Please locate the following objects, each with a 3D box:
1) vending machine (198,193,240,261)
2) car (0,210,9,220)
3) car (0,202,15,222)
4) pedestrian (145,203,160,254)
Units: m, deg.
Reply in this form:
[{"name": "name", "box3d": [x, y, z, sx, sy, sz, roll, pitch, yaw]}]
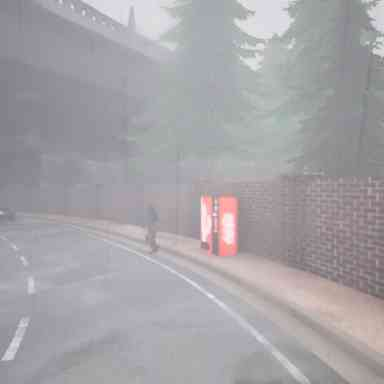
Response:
[{"name": "vending machine", "box3d": [0.895, 1.102, 11.048, 1.100, 2.100, 0.880, 0, 1, -28]}, {"name": "car", "box3d": [-8.629, 1.446, 12.565, 2.033, 1.411, 5.357, 0, 1, -38]}, {"name": "car", "box3d": [-14.158, 1.374, 23.475, 4.181, 1.385, 1.994, 0, 1, 42]}, {"name": "pedestrian", "box3d": [-1.376, 1.198, 11.465, 0.375, 1.860, 0.375, 0, 1, -30]}]
